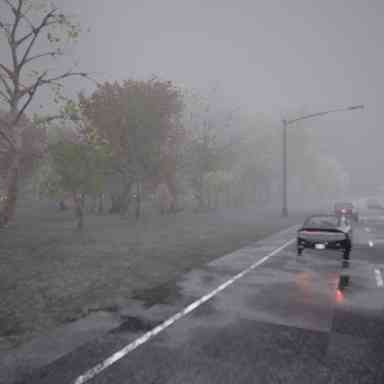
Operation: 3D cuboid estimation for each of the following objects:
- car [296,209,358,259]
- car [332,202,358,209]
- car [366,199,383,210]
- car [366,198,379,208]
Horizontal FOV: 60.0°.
[{"bbox_3d":[5.465,1.659,13.509,2.128,1.511,4.902,0,-1,27],"label":"car"},{"bbox_3d":[13.841,1.723,30.119,2.097,1.767,4.553,0,-1,27],"label":"car"},{"bbox_3d":[30.100,2.234,54.573,1.994,1.385,4.181,0,-1,27],"label":"car"},{"bbox_3d":[35.282,2.155,65.072,2.097,1.767,4.553,0,-1,27],"label":"car"}]
